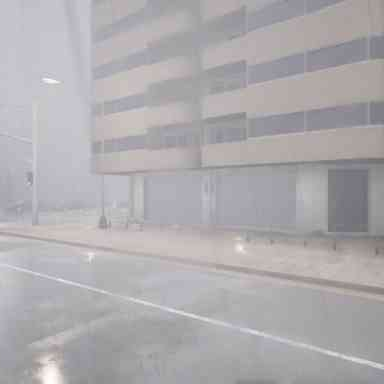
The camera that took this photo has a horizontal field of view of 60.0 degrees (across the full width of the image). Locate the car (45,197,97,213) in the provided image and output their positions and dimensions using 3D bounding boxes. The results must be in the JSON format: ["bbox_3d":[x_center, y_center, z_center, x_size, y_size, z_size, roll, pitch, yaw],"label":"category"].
[{"bbox_3d":[-13.765,1.505,38.056,1.837,1.490,4.892,0,0,37],"label":"car"}]

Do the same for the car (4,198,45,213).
[{"bbox_3d":[-18.479,1.505,37.577,1.837,1.490,4.892,0,0,37],"label":"car"}]

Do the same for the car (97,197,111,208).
[{"bbox_3d":[-12.964,1.505,45.014,1.837,1.490,4.892,0,0,37],"label":"car"}]

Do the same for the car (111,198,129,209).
[{"bbox_3d":[-8.139,1.478,45.644,1.882,1.535,5.008,0,0,37],"label":"car"}]
